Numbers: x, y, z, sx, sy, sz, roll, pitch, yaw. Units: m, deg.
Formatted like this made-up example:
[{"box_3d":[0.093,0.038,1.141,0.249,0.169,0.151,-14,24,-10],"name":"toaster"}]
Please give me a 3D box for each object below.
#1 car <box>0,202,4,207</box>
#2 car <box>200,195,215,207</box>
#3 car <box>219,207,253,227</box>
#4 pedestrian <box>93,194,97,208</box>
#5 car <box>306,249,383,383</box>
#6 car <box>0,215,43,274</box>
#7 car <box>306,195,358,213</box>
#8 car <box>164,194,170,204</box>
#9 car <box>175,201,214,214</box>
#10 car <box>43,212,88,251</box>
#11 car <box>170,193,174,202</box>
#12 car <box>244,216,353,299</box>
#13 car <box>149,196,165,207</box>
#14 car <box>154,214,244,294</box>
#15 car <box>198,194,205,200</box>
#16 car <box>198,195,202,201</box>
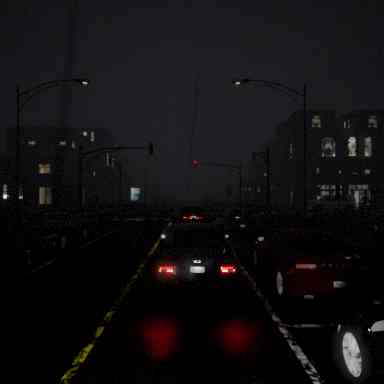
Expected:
[{"box_3d":[-25.499,1.447,40.427,4.829,1.417,1.752,0,-1,1],"name":"car"},{"box_3d":[2.632,1.572,52.059,1.947,1.339,4.313,0,0,0],"name":"car"},{"box_3d":[2.671,1.553,19.669,2.008,1.369,4.403,0,0,0],"name":"car"},{"box_3d":[-12.603,1.135,43.187,0.375,1.860,0.375,0,-1,1],"name":"pedestrian"},{"box_3d":[2.691,1.551,2.593,2.008,1.369,4.403,0,0,0],"name":"car"},{"box_3d":[-5.695,1.441,8.292,1.967,1.590,4.097,0,0,0],"name":"car"},{"box_3d":[15.567,1.315,37.253,5.566,2.045,2.150,0,0,1],"name":"car"},{"box_3d":[-5.762,1.559,63.105,2.008,1.369,4.403,0,0,0],"name":"car"},{"box_3d":[0.077,1.507,19.462,1.837,1.490,4.892,0,0,0],"name":"car"},{"box_3d":[-5.703,1.552,13.984,2.008,1.369,4.403,0,0,0],"name":"car"},{"box_3d":[-5.775,1.451,74.149,1.967,1.590,4.097,0,0,0],"name":"car"},{"box_3d":[2.685,1.546,8.285,1.887,1.381,4.507,0,0,0],"name":"car"},{"box_3d":[-5.749,1.588,52.062,1.802,1.307,4.206,0,0,0],"name":"car"},{"box_3d":[0.089,1.548,8.941,2.033,1.411,5.357,0,0,0],"name":"car"},{"box_3d":[2.586,1.458,90.712,1.967,1.590,4.097,0,0,0],"name":"car"},{"box_3d":[2.618,1.590,63.101,1.802,1.307,4.206,0,0,0],"name":"car"}]
